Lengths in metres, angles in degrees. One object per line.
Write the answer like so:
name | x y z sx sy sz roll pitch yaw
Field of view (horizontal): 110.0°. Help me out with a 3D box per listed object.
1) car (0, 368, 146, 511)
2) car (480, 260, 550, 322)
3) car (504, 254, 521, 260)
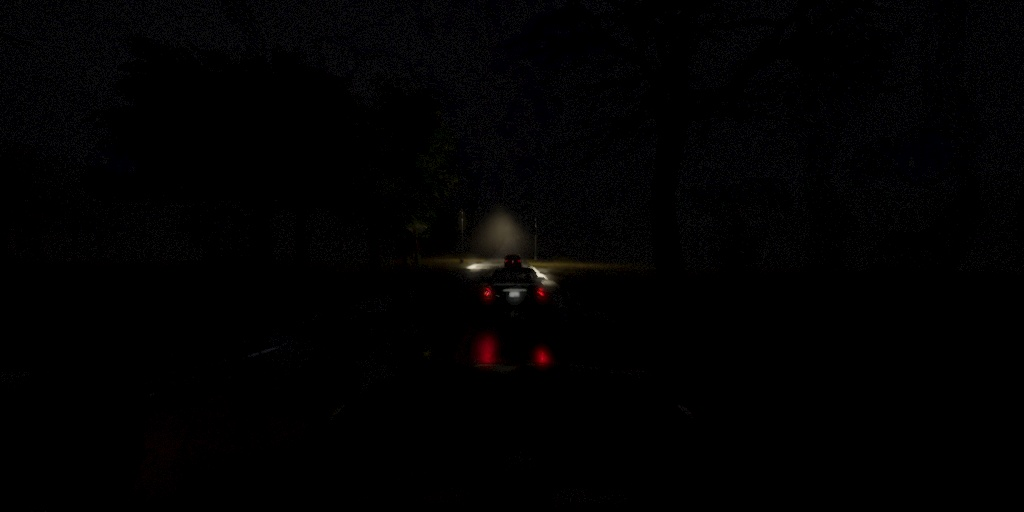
car | -3.593 1.217 0.437 1.882 1.535 5.008 0 -1 0
car | 0.090 1.150 12.600 2.097 1.767 4.553 0 0 0
car | 0.102 0.782 49.496 2.150 2.045 5.566 0 1 0
